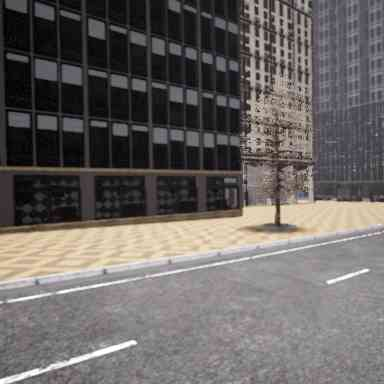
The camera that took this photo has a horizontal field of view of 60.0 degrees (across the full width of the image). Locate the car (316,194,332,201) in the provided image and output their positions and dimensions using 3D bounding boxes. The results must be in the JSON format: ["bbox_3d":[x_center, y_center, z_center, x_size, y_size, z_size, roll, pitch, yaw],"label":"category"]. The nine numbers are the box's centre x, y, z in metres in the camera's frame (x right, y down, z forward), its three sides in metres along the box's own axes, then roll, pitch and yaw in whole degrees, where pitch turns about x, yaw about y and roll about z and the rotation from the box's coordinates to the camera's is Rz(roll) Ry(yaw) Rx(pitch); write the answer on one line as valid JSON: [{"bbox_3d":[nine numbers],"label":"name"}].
[{"bbox_3d":[24.051,1.018,62.371,1.947,1.339,4.313,-1,1,-38],"label":"car"}]

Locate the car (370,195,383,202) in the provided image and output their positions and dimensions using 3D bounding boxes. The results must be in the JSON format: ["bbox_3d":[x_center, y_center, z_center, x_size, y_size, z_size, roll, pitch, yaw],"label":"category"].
[{"bbox_3d":[30.959,1.093,53.342,1.947,1.339,4.313,-1,1,-38],"label":"car"}]

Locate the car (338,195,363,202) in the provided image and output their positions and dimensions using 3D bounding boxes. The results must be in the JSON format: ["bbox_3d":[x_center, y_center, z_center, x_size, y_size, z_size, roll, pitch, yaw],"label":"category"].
[{"bbox_3d":[27.488,1.072,57.846,1.802,1.307,4.206,-1,1,-38],"label":"car"}]
